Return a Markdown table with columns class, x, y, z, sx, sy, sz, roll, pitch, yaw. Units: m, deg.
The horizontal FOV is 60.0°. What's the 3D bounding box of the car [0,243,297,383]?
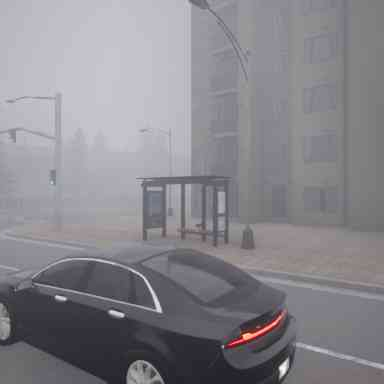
| class | x | y | z | sx | sy | sz | roll | pitch | yaw |
| --- | --- | --- | --- | --- | --- | --- | --- | --- | --- |
| car | -1.054 | 1.505 | 4.731 | 4.892 | 1.490 | 1.837 | 0 | 0 | 35 |
